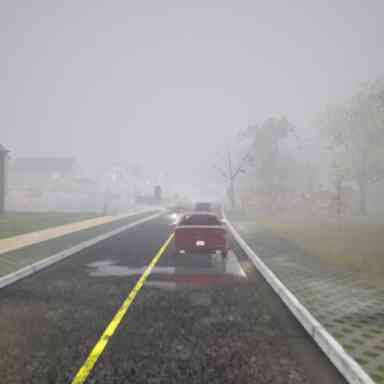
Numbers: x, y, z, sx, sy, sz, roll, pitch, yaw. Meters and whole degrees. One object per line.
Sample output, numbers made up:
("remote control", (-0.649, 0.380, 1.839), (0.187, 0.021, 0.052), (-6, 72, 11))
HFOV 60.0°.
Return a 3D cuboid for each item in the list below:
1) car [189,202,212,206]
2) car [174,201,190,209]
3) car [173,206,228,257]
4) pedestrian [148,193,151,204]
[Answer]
("car", (1.023, 1.610, 28.528), (1.837, 1.490, 4.892), (0, -1, 3))
("car", (-1.044, 1.793, 40.150), (1.895, 1.301, 4.718), (0, 0, 5))
("car", (0.335, 1.513, 13.153), (1.882, 1.535, 5.008), (0, 0, 2))
("pedestrian", (-6.876, 1.040, 54.021), (0.375, 1.860, 0.375), (0, -3, 4))
